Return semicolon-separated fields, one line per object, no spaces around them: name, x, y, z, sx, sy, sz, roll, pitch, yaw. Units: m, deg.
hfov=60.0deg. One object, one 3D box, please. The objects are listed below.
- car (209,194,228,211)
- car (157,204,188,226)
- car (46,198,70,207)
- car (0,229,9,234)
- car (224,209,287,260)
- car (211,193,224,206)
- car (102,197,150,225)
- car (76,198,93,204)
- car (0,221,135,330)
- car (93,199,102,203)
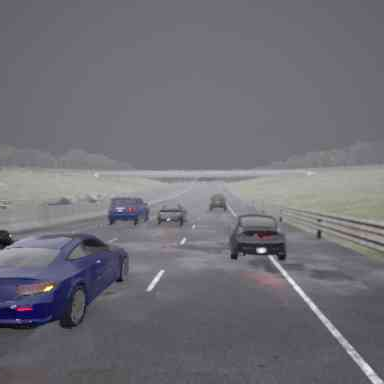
car;3.449;1.403;43.500;2.150;2.045;5.566;0;0;6
car;-1.390;1.679;25.096;2.128;1.511;4.902;0;0;4
car;-20.692;1.702;51.354;1.882;1.535;5.008;0;1;4
car;-6.229;1.288;7.135;2.150;2.045;5.566;0;0;4
car;2.332;1.584;12.725;1.837;1.490;4.892;0;0;4
car;4.326;1.266;56.336;2.150;2.045;5.566;0;1;4
car;-4.834;1.426;26.001;2.150;2.045;5.566;0;0;4
car;-17.029;1.676;53.418;2.128;1.511;4.902;0;1;4
car;-2.728;1.580;6.999;1.812;1.442;4.674;0;0;4
car;-13.574;1.703;52.681;1.812;1.442;4.674;0;1;4
